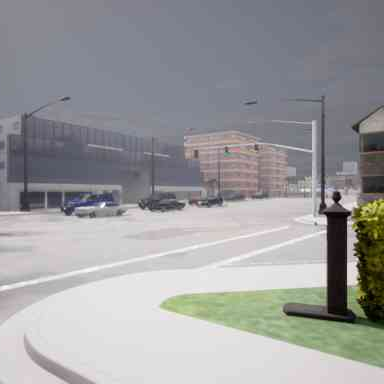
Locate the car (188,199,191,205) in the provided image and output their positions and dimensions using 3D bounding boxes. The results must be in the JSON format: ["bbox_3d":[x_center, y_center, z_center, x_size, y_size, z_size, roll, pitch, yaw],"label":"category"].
[{"bbox_3d":[1.415,1.241,49.376,1.895,1.301,4.718,0,2,35],"label":"car"}]

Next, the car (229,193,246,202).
[{"bbox_3d":[7.537,0.895,58.084,2.033,1.411,5.357,0,1,35],"label":"car"}]

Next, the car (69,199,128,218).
[{"bbox_3d":[-8.091,1.550,29.712,1.895,1.301,4.718,0,0,35],"label":"car"}]

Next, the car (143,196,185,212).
[{"bbox_3d":[-2.834,1.488,37.216,1.895,1.301,4.718,0,1,35],"label":"car"}]

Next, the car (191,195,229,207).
[{"bbox_3d":[2.435,1.213,44.733,2.128,1.511,4.902,0,1,35],"label":"car"}]

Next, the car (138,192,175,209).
[{"bbox_3d":[-4.187,1.067,41.384,2.150,2.045,5.566,0,1,36],"label":"car"}]

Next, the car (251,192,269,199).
[{"bbox_3d":[13.707,0.728,66.768,2.033,1.411,5.357,0,0,36],"label":"car"}]

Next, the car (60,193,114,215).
[{"bbox_3d":[-10.127,1.166,32.910,2.150,2.045,5.566,0,0,35],"label":"car"}]
